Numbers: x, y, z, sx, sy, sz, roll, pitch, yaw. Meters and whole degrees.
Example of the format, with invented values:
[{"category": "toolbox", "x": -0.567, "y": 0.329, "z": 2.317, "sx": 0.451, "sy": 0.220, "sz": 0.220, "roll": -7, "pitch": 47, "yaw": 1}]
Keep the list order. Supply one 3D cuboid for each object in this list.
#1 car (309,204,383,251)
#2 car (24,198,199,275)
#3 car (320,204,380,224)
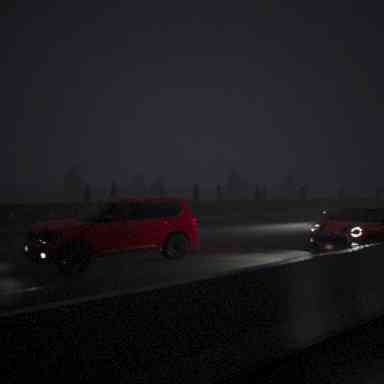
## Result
[{"category": "car", "x": 6.653, "y": 1.354, "z": 12.998, "sx": 4.553, "sy": 1.767, "sz": 2.097, "roll": 0, "pitch": 0, "yaw": -35}, {"category": "car", "x": -2.366, "y": 1.223, "z": 10.901, "sx": 5.566, "sy": 2.045, "sz": 2.150, "roll": 0, "pitch": 0, "yaw": -35}, {"category": "car", "x": 12.026, "y": 1.605, "z": 25.240, "sx": 4.718, "sy": 1.301, "sz": 1.895, "roll": 0, "pitch": 0, "yaw": -33}]
